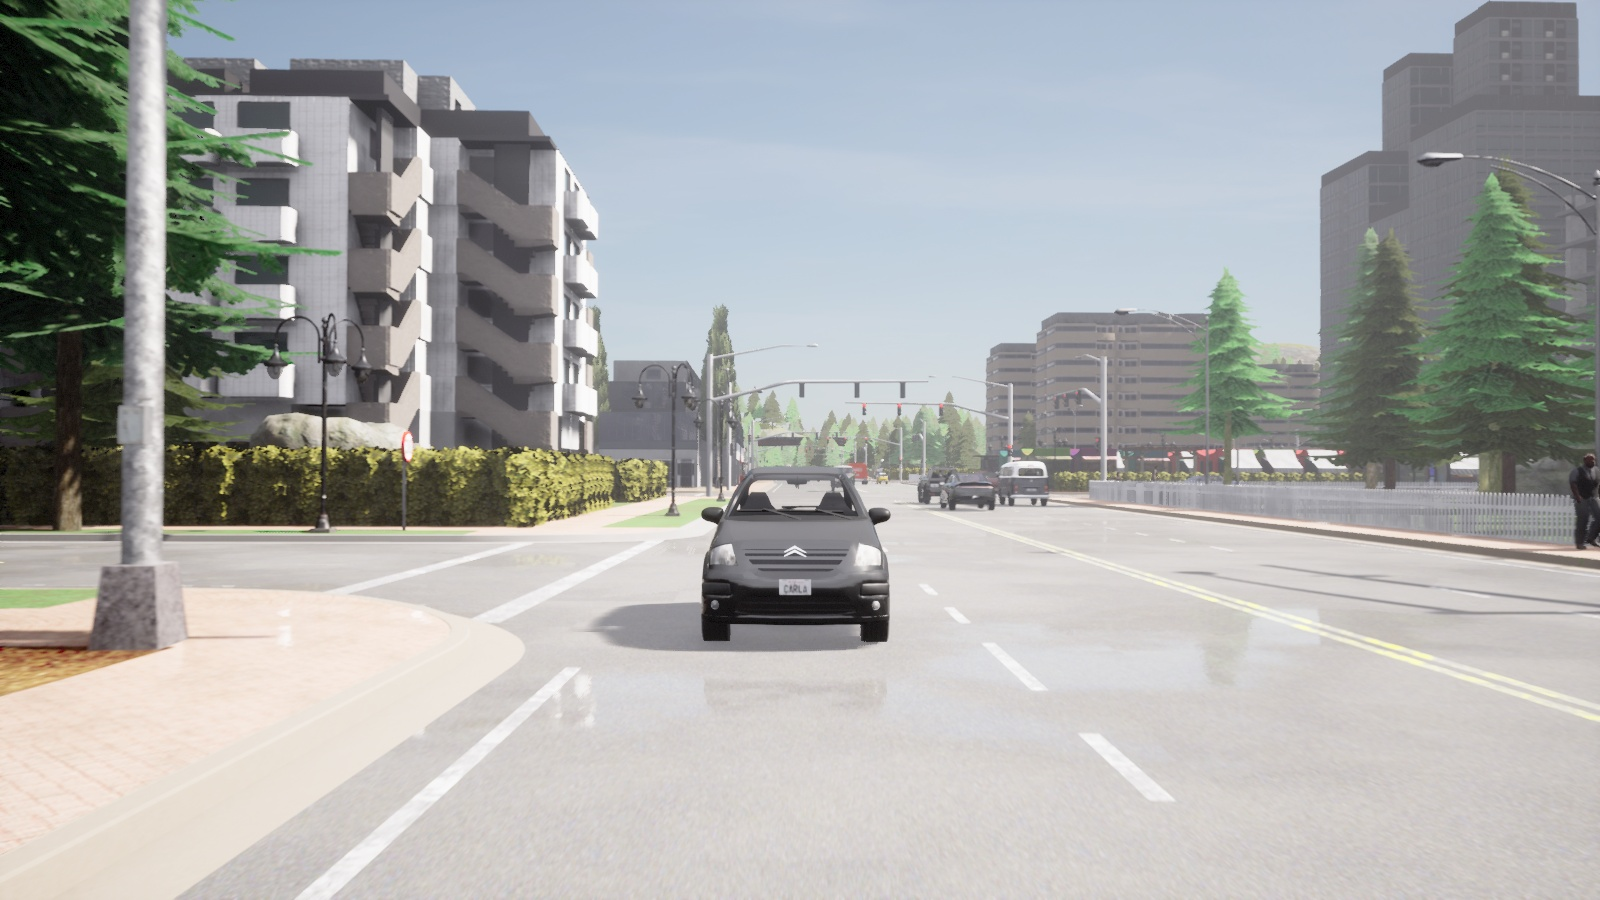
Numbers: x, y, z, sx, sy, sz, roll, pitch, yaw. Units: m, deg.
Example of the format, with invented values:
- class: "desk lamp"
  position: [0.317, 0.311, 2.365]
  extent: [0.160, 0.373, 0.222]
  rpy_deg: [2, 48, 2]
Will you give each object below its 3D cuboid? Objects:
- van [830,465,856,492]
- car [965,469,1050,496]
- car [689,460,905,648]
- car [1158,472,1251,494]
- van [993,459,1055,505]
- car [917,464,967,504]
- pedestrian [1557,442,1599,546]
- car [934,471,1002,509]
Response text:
- class: "van"
  position: [3.265, 2.157, 95.738]
  extent: [1.775, 1.987, 4.442]
  rpy_deg: [0, -1, 0]
- class: "car"
  position: [12.949, 2.005, 78.354]
  extent: [4.856, 1.649, 2.033]
  rpy_deg: [-1, -1, 23]
- class: "car"
  position: [-0.032, 0.928, 12.824]
  extent: [1.851, 1.617, 3.988]
  rpy_deg: [0, -1, 0]
- class: "car"
  position: [26.198, 2.120, 81.371]
  extent: [5.357, 1.411, 2.033]
  rpy_deg: [0, -1, -1]
- class: "van"
  position: [10.357, 1.475, 58.435]
  extent: [2.069, 2.038, 4.480]
  rpy_deg: [0, -1, 0]
- class: "car"
  position: [6.849, 1.626, 61.022]
  extent: [1.932, 1.855, 4.605]
  rpy_deg: [0, -1, 0]
- class: "pedestrian"
  position: [14.467, 0.802, 23.099]
  extent: [0.563, 1.883, 0.849]
  rpy_deg: [0, -1, 0]
- class: "car"
  position: [6.875, 1.610, 51.800]
  extent: [2.128, 1.511, 4.902]
  rpy_deg: [0, -1, 0]
